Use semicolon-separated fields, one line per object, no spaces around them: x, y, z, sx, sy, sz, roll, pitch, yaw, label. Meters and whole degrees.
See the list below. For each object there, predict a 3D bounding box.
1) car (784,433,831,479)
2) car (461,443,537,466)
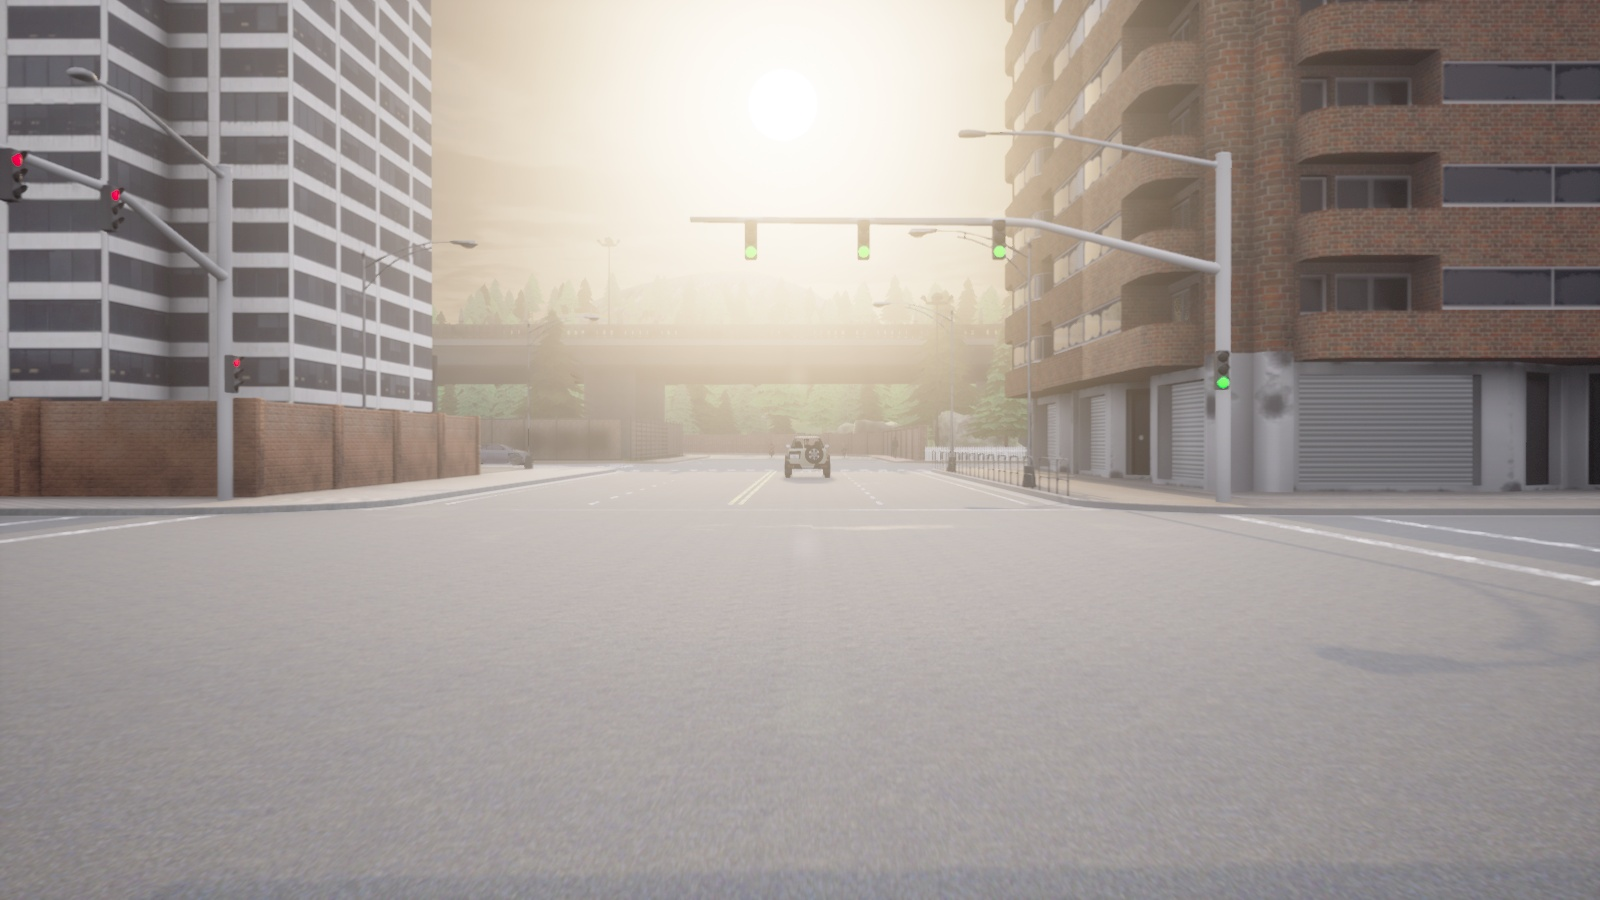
0.320;0.230;53.722;1.932;1.855;4.605;0;0;0;car
-18.358;0.264;76.746;4.181;1.385;1.994;0;0;-1;car
